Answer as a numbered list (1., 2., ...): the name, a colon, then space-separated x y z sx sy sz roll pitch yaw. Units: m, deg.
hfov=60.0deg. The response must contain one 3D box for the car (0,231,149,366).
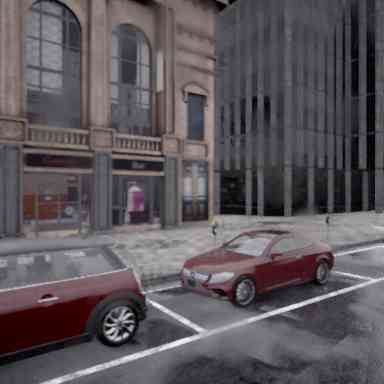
1. car: -2.770 1.440 4.672 4.097 1.590 1.967 0 0 -35

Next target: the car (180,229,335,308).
1. car: 1.698 1.580 7.858 4.206 1.307 1.802 0 0 -35
